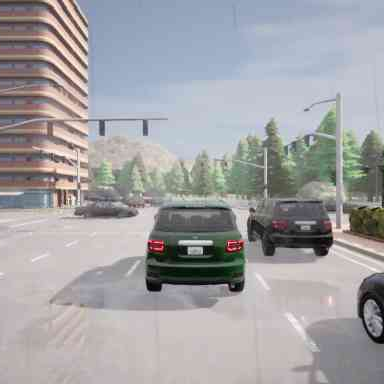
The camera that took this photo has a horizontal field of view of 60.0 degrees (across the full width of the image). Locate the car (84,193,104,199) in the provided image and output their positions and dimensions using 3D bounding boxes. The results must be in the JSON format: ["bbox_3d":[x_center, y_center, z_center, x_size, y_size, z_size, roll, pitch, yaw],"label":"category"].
[{"bbox_3d":[-24.168,1.355,79.197,4.553,1.767,2.097,0,0,24],"label":"car"}]

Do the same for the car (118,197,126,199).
[{"bbox_3d":[-10.512,1.502,55.669,1.837,1.490,4.892,0,1,-26],"label":"car"}]

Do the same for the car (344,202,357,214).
[{"bbox_3d":[14.956,1.603,35.793,5.357,1.411,2.033,0,0,4],"label":"car"}]

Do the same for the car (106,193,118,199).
[{"bbox_3d":[-16.037,1.553,69.589,4.181,1.385,1.994,0,0,45],"label":"car"}]

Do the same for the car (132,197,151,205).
[{"bbox_3d":[-9.326,1.601,60.992,1.895,1.301,4.718,0,0,-31],"label":"car"}]

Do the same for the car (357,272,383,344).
[{"bbox_3d":[3.608,1.505,3.515,1.837,1.490,4.892,0,0,0],"label":"car"}]

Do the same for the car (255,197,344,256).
[{"bbox_3d":[3.614,1.221,13.212,2.150,2.045,5.566,0,0,0],"label":"car"}]

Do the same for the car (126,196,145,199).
[{"bbox_3d":[-7.922,1.352,47.258,2.097,1.767,4.553,0,0,-13],"label":"car"}]

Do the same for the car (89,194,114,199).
[{"bbox_3d":[-18.316,1.595,66.931,4.718,1.301,1.895,0,0,45],"label":"car"}]

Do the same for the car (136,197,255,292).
[{"bbox_3d":[0.087,1.221,9.077,2.150,2.045,5.566,0,0,0],"label":"car"}]

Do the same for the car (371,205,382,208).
[{"bbox_3d":[19.221,1.656,32.270,4.718,1.301,1.895,0,0,1],"label":"car"}]

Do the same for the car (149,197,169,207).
[{"bbox_3d":[-5.307,1.547,52.079,2.033,1.411,5.357,0,0,-18],"label":"car"}]

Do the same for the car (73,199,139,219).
[{"bbox_3d":[-7.391,1.588,28.817,5.357,1.411,2.033,0,0,1],"label":"car"}]
